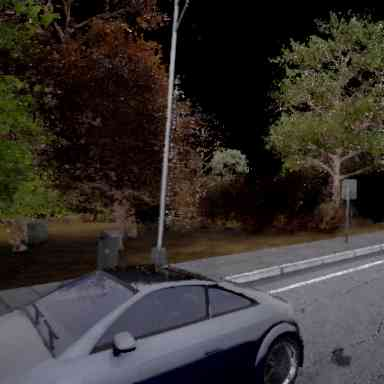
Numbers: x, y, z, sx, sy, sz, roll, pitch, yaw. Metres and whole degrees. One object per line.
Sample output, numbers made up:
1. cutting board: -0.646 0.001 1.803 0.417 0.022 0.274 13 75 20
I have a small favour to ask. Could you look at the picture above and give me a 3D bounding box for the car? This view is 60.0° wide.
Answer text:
1. car: -0.712 1.556 3.536 4.181 1.385 1.994 0 0 -36
